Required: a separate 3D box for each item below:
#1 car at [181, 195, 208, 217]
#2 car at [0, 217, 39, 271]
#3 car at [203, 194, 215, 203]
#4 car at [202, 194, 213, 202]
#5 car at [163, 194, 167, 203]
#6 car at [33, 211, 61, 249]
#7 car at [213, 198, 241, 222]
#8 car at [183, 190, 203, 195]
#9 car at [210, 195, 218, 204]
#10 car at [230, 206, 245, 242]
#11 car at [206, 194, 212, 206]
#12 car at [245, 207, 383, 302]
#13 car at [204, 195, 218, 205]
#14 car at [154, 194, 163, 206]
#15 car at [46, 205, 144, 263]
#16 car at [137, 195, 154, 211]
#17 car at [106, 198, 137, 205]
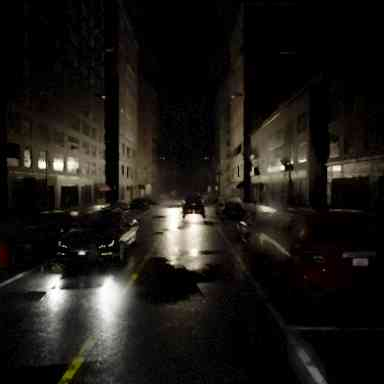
[{"bbox_3d":[0.142,1.301,28.350,1.837,1.490,4.892,0,1,0],"label":"car"},{"bbox_3d":[-5.663,1.523,8.027,1.802,1.307,4.206,-1,0,0],"label":"car"},{"bbox_3d":[2.937,1.146,57.795,1.947,1.339,4.313,-1,0,0],"label":"car"},{"bbox_3d":[2.945,1.121,63.324,1.802,1.307,4.206,-1,0,0],"label":"car"},{"bbox_3d":[-5.597,1.172,52.271,2.008,1.369,4.403,-1,0,0],"label":"car"},{"bbox_3d":[-5.655,1.468,13.557,1.947,1.339,4.313,-1,0,0],"label":"car"},{"bbox_3d":[2.887,1.388,24.620,1.947,1.339,4.313,-1,0,0],"label":"car"},{"bbox_3d":[0.166,1.026,45.077,2.097,1.767,4.553,0,0,0],"label":"car"},{"bbox_3d":[2.895,1.307,30.318,1.752,1.417,4.829,-1,0,0],"label":"car"},{"bbox_3d":[2.870,1.468,13.561,1.947,1.339,4.313,-1,0,0],"label":"car"},{"bbox_3d":[2.920,1.206,46.736,1.887,1.381,4.507,-1,0,0],"label":"car"},{"bbox_3d":[2.860,1.256,8.031,2.192,1.841,5.009,-1,0,0],"label":"car"},{"bbox_3d":[2.928,1.172,52.265,2.008,1.369,4.403,-1,0,0],"label":"car"},{"bbox_3d":[-5.606,1.207,46.741,1.887,1.381,4.507,-1,0,0],"label":"car"},{"bbox_3d":[-3.062,1.419,11.705,1.837,1.490,4.892,0,1,0],"label":"car"},{"bbox_3d":[-5.622,1.309,35.680,1.947,1.339,4.313,-1,0,0],"label":"car"},{"bbox_3d":[-5.638,1.374,24.618,2.008,1.369,4.403,-1,0,0],"label":"car"}]
